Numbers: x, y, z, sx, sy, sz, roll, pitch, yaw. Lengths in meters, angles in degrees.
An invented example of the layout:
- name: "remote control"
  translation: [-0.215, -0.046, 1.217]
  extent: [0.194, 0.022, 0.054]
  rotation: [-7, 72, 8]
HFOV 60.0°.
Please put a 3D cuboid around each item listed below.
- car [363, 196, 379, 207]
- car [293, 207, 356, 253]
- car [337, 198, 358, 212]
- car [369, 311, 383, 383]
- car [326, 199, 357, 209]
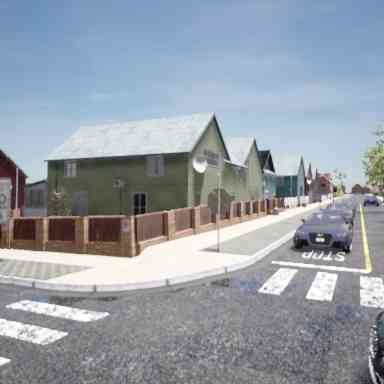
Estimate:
- name: "car"
  translation: [28.094, 1.339, 52.206]
  extent: [2.097, 1.767, 4.553]
  rotation: [0, 0, 27]
- name: "car"
  translation: [5.579, 1.562, 13.881]
  extent: [1.994, 1.385, 4.181]
  rotation: [0, 0, 27]
- name: "car"
  translation: [18.854, 1.539, 40.234]
  extent: [2.033, 1.411, 5.357]
  rotation: [0, 0, 27]
- name: "car"
  translation: [4.192, 1.493, 2.701]
  extent: [4.892, 1.490, 1.837]
  rotation: [-1, -1, 27]
- name: "car"
  translation: [9.711, 1.489, 22.079]
  extent: [2.128, 1.511, 4.902]
  rotation: [0, 0, 27]
